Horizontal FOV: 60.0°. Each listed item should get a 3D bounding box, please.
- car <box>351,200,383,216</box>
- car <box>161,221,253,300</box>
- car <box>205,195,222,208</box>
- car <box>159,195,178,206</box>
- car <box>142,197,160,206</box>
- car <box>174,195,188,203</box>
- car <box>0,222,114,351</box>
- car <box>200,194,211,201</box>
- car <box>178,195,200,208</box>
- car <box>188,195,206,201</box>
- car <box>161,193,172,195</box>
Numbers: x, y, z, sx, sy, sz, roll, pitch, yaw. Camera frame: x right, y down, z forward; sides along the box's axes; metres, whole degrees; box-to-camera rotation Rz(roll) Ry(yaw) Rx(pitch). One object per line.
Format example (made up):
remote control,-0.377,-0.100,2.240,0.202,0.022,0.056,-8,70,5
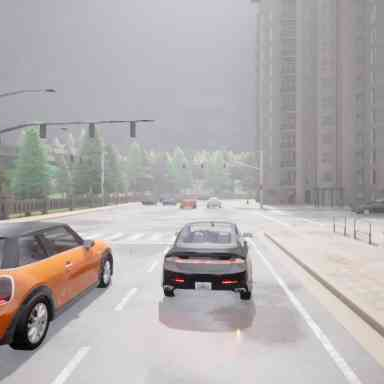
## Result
car,18.462,1.558,33.159,4.892,1.490,1.837,0,0,3
car,0.500,1.491,8.443,2.128,1.511,4.902,0,0,7
car,3.185,1.523,47.918,1.812,1.442,4.674,0,0,4
car,-3.626,1.562,53.972,1.994,1.385,4.181,0,0,4
car,-7.058,1.598,55.246,1.895,1.301,4.718,0,0,4
car,-2.275,1.499,69.572,1.837,1.490,4.892,0,0,11
car,-3.106,1.352,6.444,2.097,1.767,4.553,0,0,4
car,3.557,1.351,83.108,2.097,1.767,4.553,0,0,34
car,-0.395,1.350,46.839,2.097,1.767,4.553,0,0,4
car,1.357,1.536,86.029,2.033,1.411,5.357,0,0,34
car,-5.545,1.222,71.011,2.150,2.045,5.566,0,0,11
